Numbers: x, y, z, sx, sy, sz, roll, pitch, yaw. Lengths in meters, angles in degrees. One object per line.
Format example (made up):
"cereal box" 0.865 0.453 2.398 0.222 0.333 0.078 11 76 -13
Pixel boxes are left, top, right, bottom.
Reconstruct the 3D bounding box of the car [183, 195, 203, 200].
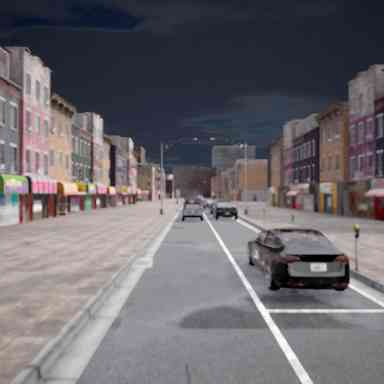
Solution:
"car" 0.026 1.479 44.292 2.150 2.045 5.566 0 0 0

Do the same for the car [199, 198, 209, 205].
"car" 2.519 2.006 71.454 2.008 1.369 4.403 0 0 0

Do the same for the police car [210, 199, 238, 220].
"police car" 2.960 1.592 30.223 1.930 1.638 5.238 0 0 0

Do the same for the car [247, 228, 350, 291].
"car" 2.624 1.609 8.981 1.947 1.339 4.313 0 0 0

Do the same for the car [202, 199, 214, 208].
"car" 2.548 1.906 54.417 1.802 1.307 4.206 0 0 0

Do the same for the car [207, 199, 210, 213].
"car" 2.963 1.737 37.112 1.812 1.442 4.674 0 0 0

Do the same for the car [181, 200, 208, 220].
"car" 0.046 1.710 29.460 2.033 1.411 5.357 0 0 0

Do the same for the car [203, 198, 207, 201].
"car" 2.558 1.726 48.738 1.967 1.590 4.097 0 0 0
